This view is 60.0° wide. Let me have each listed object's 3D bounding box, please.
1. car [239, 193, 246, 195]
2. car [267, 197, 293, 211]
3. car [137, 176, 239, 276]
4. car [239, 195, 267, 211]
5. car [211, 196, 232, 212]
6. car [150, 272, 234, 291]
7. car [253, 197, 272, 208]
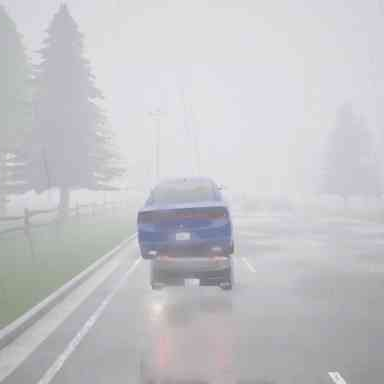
[{"bbox_3d":[7.000,1.221,50.098,2.150,2.045,5.566,0,0,0],"label":"car"},{"bbox_3d":[10.500,1.352,40.035,2.097,1.767,4.553,0,0,0],"label":"car"},{"bbox_3d":[-0.082,0.341,8.300,1.882,1.535,5.008,-4,7,3],"label":"car"},{"bbox_3d":[7.000,1.491,39.648,2.128,1.511,4.902,0,0,0],"label":"car"},{"bbox_3d":[3.500,1.352,40.035,2.097,1.767,4.553,0,0,0],"label":"car"},{"bbox_3d":[0.001,1.551,9.027,2.128,1.511,4.902,0,1,0],"label":"car"},{"bbox_3d":[10.500,1.505,50.068,1.837,1.490,4.892,0,0,0],"label":"car"}]
